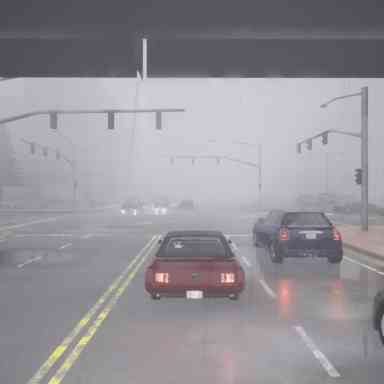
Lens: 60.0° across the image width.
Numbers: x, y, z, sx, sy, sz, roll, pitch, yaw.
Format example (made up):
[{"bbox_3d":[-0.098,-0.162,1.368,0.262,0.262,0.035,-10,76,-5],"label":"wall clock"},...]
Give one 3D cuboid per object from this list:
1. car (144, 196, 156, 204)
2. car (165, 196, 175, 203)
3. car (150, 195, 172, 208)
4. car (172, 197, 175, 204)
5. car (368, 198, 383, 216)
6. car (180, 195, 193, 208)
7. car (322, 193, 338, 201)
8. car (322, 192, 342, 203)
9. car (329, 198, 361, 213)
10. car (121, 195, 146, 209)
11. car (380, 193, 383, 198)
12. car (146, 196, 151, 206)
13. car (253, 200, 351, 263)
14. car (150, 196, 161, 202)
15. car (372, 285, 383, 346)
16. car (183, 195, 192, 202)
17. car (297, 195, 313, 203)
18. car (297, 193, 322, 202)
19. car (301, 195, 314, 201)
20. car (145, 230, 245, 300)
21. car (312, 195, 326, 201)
[{"bbox_3d":[-8.027,1.526,63.959,1.812,1.442,4.674,0,0,0],"label":"car"},{"bbox_3d":[-4.519,1.601,68.742,1.895,1.301,4.718,0,0,0],"label":"car"},{"bbox_3d":[-4.492,1.491,49.545,2.128,1.511,4.902,0,0,0],"label":"car"},{"bbox_3d":[-4.530,1.352,58.587,2.097,1.767,4.553,0,0,0],"label":"car"},{"bbox_3d":[19.265,1.505,30.379,4.892,1.490,1.837,0,0,1],"label":"car"},{"bbox_3d":[-0.801,1.525,48.412,1.812,1.442,4.674,0,0,0],"label":"car"},{"bbox_3d":[33.523,1.153,80.753,1.932,1.855,4.605,0,0,0],"label":"car"},{"bbox_3d":[19.556,1.156,48.097,1.905,1.878,3.866,0,0,0],"label":"car"},{"bbox_3d":[16.681,1.564,33.913,4.181,1.385,1.994,0,0,1],"label":"car"},{"bbox_3d":[-8.031,1.352,44.782,2.097,1.767,4.553,0,0,2],"label":"car"},{"bbox_3d":[39.113,1.153,65.706,1.932,1.855,4.605,0,0,0],"label":"car"},{"bbox_3d":[-8.014,1.478,53.953,1.882,1.535,5.008,0,0,0],"label":"car"},{"bbox_3d":[3.585,1.352,12.107,2.097,1.767,4.553,0,0,0],"label":"car"},{"bbox_3d":[-8.046,1.552,73.971,1.994,1.385,4.181,0,0,0],"label":"car"},{"bbox_3d":[3.601,1.505,3.018,1.837,1.490,4.892,0,0,0],"label":"car"},{"bbox_3d":[-1.063,1.478,76.901,1.882,1.535,5.008,0,0,0],"label":"car"},{"bbox_3d":[22.216,1.395,65.572,1.970,1.475,3.806,0,0,0],"label":"car"},{"bbox_3d":[16.662,1.153,48.144,1.932,1.855,4.605,0,0,0],"label":"car"},{"bbox_3d":[27.945,1.395,80.689,1.970,1.475,3.806,0,0,0],"label":"car"},{"bbox_3d":[0.069,1.601,8.342,1.895,1.301,4.718,0,0,0],"label":"car"},{"bbox_3d":[30.840,1.364,80.695,1.784,1.438,3.905,0,0,0],"label":"car"}]
